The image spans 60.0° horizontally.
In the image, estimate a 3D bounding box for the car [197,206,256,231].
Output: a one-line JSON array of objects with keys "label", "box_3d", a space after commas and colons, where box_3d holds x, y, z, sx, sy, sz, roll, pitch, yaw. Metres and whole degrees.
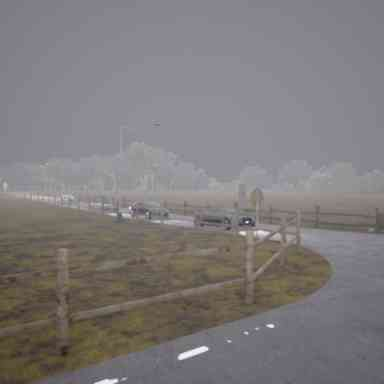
[{"label": "car", "box_3d": [2.020, 1.563, 20.804, 1.994, 1.385, 4.181, 1, -1, -35]}]

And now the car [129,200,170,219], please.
[{"label": "car", "box_3d": [-3.760, 1.495, 28.861, 1.837, 1.490, 4.892, 1, -1, -36]}]

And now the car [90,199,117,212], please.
[{"label": "car", "box_3d": [-9.659, 1.498, 37.059, 1.895, 1.301, 4.718, 1, 0, -35]}]

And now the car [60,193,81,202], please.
[{"label": "car", "box_3d": [-21.482, 0.977, 58.579, 2.033, 1.411, 5.357, 1, 1, -37]}]

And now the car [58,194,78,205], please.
[{"label": "car", "box_3d": [-18.735, 1.129, 49.849, 1.812, 1.442, 4.674, 1, 1, -36]}]
